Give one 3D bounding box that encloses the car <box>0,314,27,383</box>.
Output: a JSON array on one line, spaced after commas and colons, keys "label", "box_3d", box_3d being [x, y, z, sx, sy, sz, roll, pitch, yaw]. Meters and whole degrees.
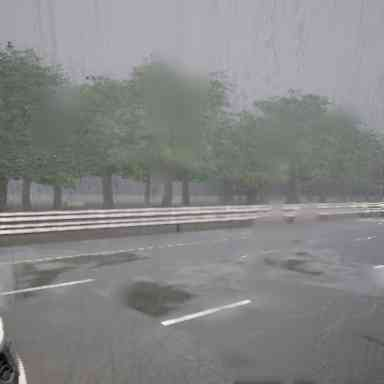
[{"label": "car", "box_3d": [-3.696, 1.221, 1.234, 5.566, 2.045, 2.150, 0, 0, -36]}]
